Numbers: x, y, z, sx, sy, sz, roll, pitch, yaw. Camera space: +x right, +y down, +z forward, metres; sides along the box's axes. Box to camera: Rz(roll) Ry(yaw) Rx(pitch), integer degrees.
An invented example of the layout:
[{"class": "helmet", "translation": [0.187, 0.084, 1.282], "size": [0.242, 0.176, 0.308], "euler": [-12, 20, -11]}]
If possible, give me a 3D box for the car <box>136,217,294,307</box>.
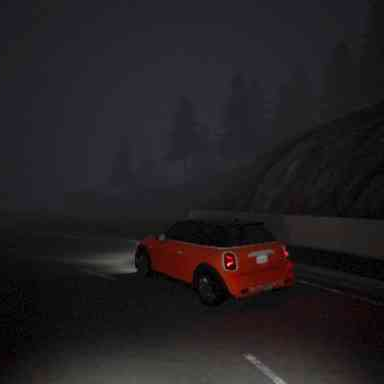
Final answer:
[{"class": "car", "translation": [0.265, 1.424, 8.529], "size": [2.097, 1.767, 4.553], "euler": [-1, -1, -33]}]
